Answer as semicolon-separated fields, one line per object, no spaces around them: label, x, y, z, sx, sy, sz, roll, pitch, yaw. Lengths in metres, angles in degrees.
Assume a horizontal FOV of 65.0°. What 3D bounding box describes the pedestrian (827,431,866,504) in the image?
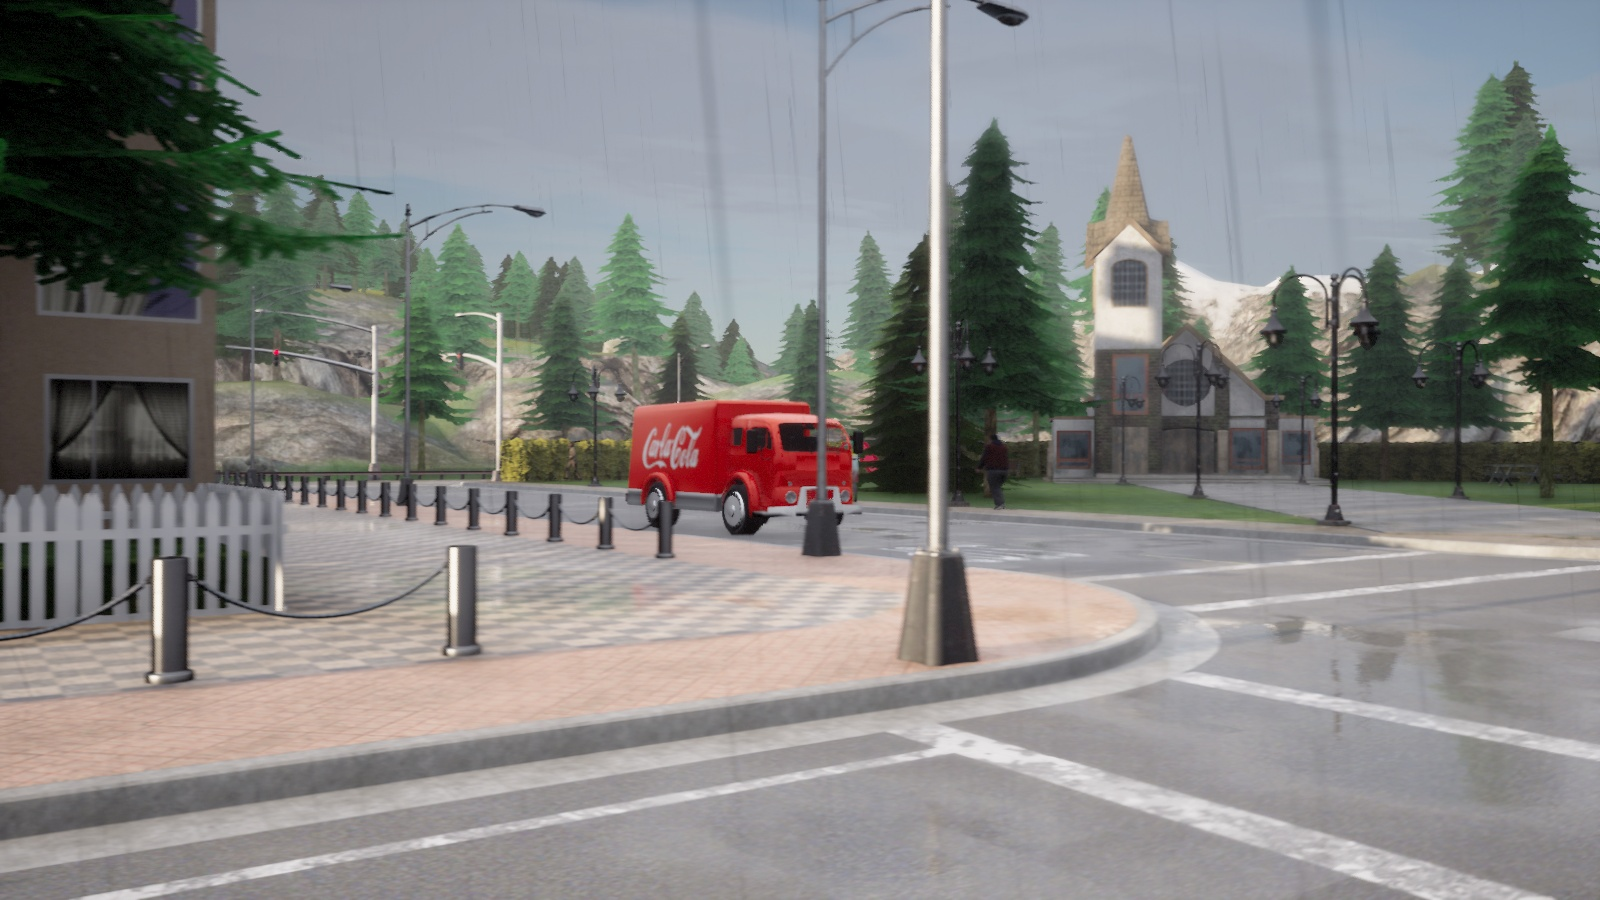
pedestrian;1.262;0.467;34.177;0.659;1.952;0.873;0;0;-32

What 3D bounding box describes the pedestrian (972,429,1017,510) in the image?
pedestrian;4.549;0.448;29.333;0.634;1.844;0.899;0;0;-26

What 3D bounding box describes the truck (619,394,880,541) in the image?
truck;-1.117;0.301;24.025;2.627;2.467;5.204;0;0;-34

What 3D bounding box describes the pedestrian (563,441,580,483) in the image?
pedestrian;-10.661;0.545;58.549;0.692;1.930;0.396;0;0;-38
